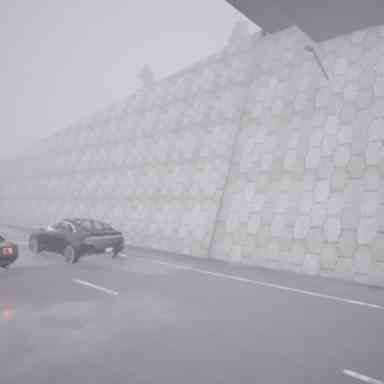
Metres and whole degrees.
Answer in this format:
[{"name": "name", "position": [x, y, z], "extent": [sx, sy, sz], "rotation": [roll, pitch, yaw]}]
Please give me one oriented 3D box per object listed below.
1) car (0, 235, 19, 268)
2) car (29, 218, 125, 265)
[{"name": "car", "position": [-7.571, 1.781, 10.981], "extent": [4.718, 1.301, 1.895], "rotation": [0, -2, 42]}, {"name": "car", "position": [-4.641, 1.784, 13.053], "extent": [4.902, 1.511, 2.128], "rotation": [0, -2, 42]}]
